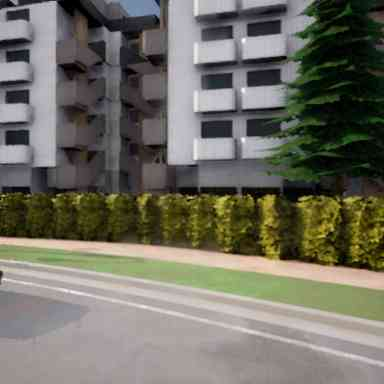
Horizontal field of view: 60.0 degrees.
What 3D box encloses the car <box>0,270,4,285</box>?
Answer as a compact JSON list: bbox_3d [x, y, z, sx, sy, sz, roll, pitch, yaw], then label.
[{"bbox_3d":[-6.540,1.478,7.088,5.357,1.411,2.033,0,0,23],"label":"car"}]
